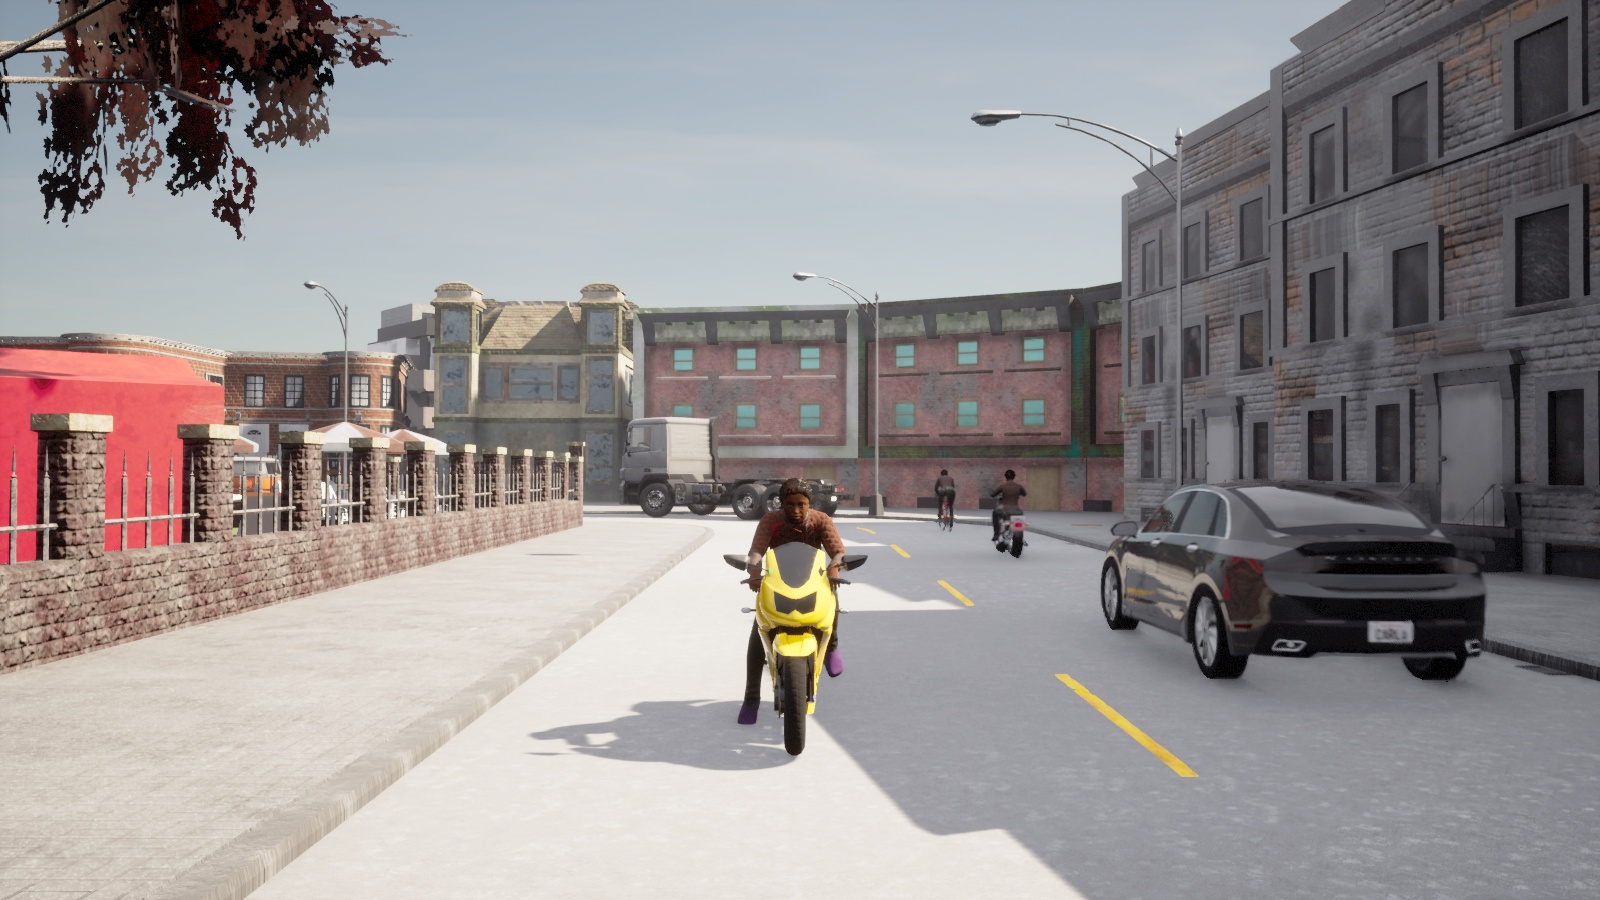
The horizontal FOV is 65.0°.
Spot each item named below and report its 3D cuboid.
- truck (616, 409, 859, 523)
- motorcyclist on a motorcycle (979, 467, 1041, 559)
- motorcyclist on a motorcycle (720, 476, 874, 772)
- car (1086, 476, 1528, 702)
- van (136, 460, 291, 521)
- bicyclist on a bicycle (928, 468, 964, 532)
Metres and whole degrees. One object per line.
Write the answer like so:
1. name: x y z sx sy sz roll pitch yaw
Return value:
1. truck: -2.181 0.540 41.610 7.936 3.462 2.891 -1 -1 35
2. motorcyclist on a motorcycle: 3.937 1.147 23.762 0.766 1.649 2.350 0 -1 0
3. motorcyclist on a motorcycle: -0.020 0.923 7.552 0.797 1.523 2.044 0 -1 0
4. car: 3.971 0.986 10.902 1.837 1.490 4.892 0 -1 0
5. van: -19.921 1.363 42.747 4.442 1.987 1.775 0 -1 0
6. bicyclist on a bicycle: 3.800 1.303 32.748 0.582 1.620 1.656 0 -2 -5
